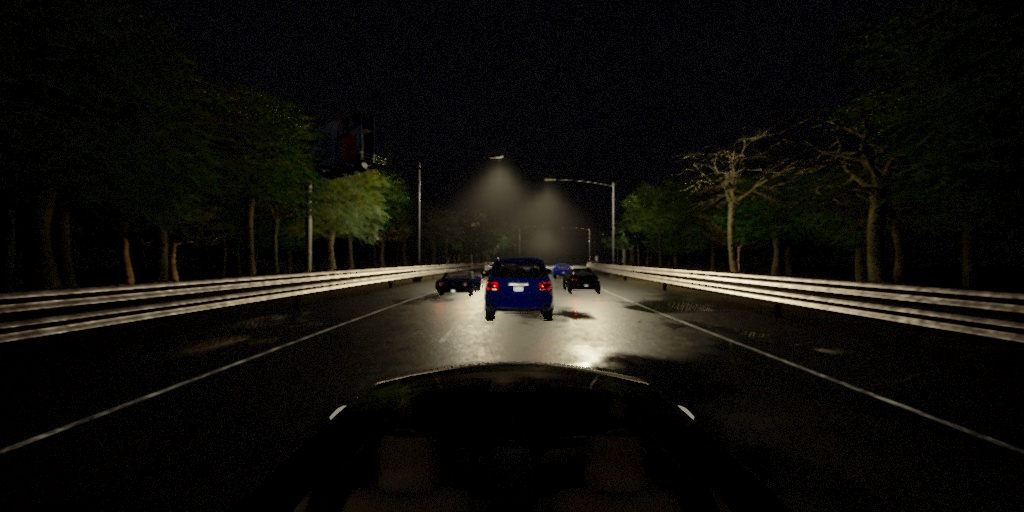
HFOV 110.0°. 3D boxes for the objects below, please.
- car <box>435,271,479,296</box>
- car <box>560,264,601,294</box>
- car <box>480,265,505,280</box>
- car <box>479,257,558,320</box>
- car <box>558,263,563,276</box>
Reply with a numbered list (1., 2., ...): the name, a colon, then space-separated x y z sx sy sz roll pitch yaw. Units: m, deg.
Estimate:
1. car: -2.908 1.508 20.635 1.895 1.301 4.718 0 0 3
2. car: 4.158 1.446 21.777 1.812 1.442 4.674 0 0 3
3. car: -1.848 1.645 36.361 1.895 1.301 4.718 0 -1 5
4. car: 0.283 1.069 13.165 2.150 2.045 5.566 0 0 2
5. car: 5.379 1.544 38.461 1.882 1.535 5.008 0 0 5
